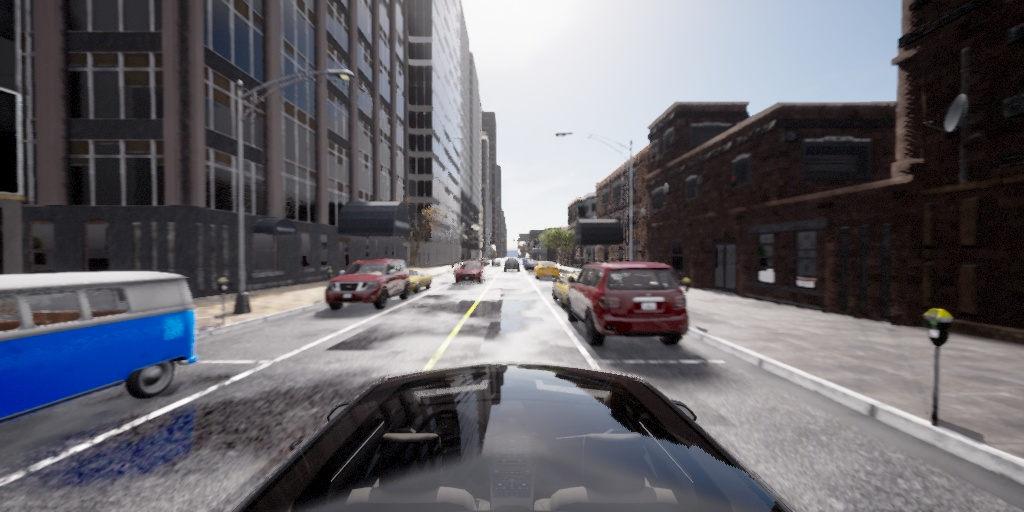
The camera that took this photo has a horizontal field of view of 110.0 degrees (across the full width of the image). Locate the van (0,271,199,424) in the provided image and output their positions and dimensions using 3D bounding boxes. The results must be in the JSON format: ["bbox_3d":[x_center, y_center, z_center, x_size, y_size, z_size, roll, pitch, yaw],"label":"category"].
[{"bbox_3d":[-5.693,1.091,3.858,1.690,1.789,3.998,0,0,0],"label":"van"}]

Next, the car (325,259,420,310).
[{"bbox_3d":[-5.692,1.064,14.927,2.192,1.841,5.009,0,0,0],"label":"car"}]

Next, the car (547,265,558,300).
[{"bbox_3d":[2.689,1.274,15.086,1.751,1.417,4.829,0,0,0],"label":"car"}]

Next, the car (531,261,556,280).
[{"bbox_3d":[3.000,1.225,31.739,1.882,1.535,5.008,0,0,0],"label":"car"}]

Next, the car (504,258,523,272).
[{"bbox_3d":[0.015,1.098,46.898,2.097,1.767,4.553,0,0,0],"label":"car"}]

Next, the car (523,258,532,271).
[{"bbox_3d":[2.690,1.311,48.123,1.948,1.339,4.313,0,0,0],"label":"car"}]

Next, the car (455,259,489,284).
[{"bbox_3d":[-3.085,1.225,27.222,1.882,1.535,5.008,0,0,0],"label":"car"}]

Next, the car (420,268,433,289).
[{"bbox_3d":[-5.692,1.274,20.292,1.751,1.417,4.829,0,0,0],"label":"car"}]

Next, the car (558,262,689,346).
[{"bbox_3d":[2.688,1.064,9.382,2.192,1.841,5.009,0,0,0],"label":"car"}]
